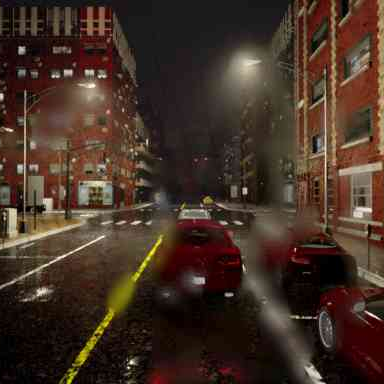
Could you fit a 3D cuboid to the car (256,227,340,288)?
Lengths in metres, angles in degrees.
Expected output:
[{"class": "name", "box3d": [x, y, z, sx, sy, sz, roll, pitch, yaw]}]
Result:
[{"class": "car", "box3d": [2.852, 1.584, 8.906, 1.802, 1.307, 4.206, 1, 0, 0]}]

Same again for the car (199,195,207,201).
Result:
[{"class": "car", "box3d": [2.846, 1.596, 86.421, 1.947, 1.339, 4.313, 1, 0, 0]}]

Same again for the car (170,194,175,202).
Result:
[{"class": "car", "box3d": [-5.553, 1.607, 75.169, 1.802, 1.307, 4.206, 1, 0, 0]}]

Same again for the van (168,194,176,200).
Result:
[{"class": "van", "box3d": [-5.521, 1.375, 92.126, 1.690, 1.788, 3.998, 1, 0, 0]}]

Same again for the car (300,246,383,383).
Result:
[{"class": "car", "box3d": [2.673, 1.583, 3.250, 1.802, 1.307, 4.206, 1, 0, 0]}]

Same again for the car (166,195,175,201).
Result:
[{"class": "car", "box3d": [-5.533, 1.581, 86.474, 2.008, 1.369, 4.403, 1, 0, 0]}]

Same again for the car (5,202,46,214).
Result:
[{"class": "car", "box3d": [-18.648, 1.729, 37.324, 4.313, 1.339, 1.947, 0, -1, 0]}]

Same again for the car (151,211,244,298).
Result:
[{"class": "car", "box3d": [0.112, 1.480, 8.588, 1.882, 1.535, 5.008, 0, 0, 0]}]

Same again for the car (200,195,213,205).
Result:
[{"class": "car", "box3d": [2.799, 1.543, 58.329, 1.752, 1.417, 4.829, 1, 0, 0]}]

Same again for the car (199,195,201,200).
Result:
[{"class": "car", "box3d": [2.837, 1.572, 80.770, 1.887, 1.381, 4.507, 1, 0, 0]}]

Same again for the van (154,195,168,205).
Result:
[{"class": "van", "box3d": [-5.578, 1.359, 58.213, 1.690, 1.788, 3.998, 1, 0, 0]}]

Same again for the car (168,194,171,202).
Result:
[{"class": "car", "box3d": [-5.572, 1.602, 63.865, 1.802, 1.307, 4.206, 1, 0, 0]}]
